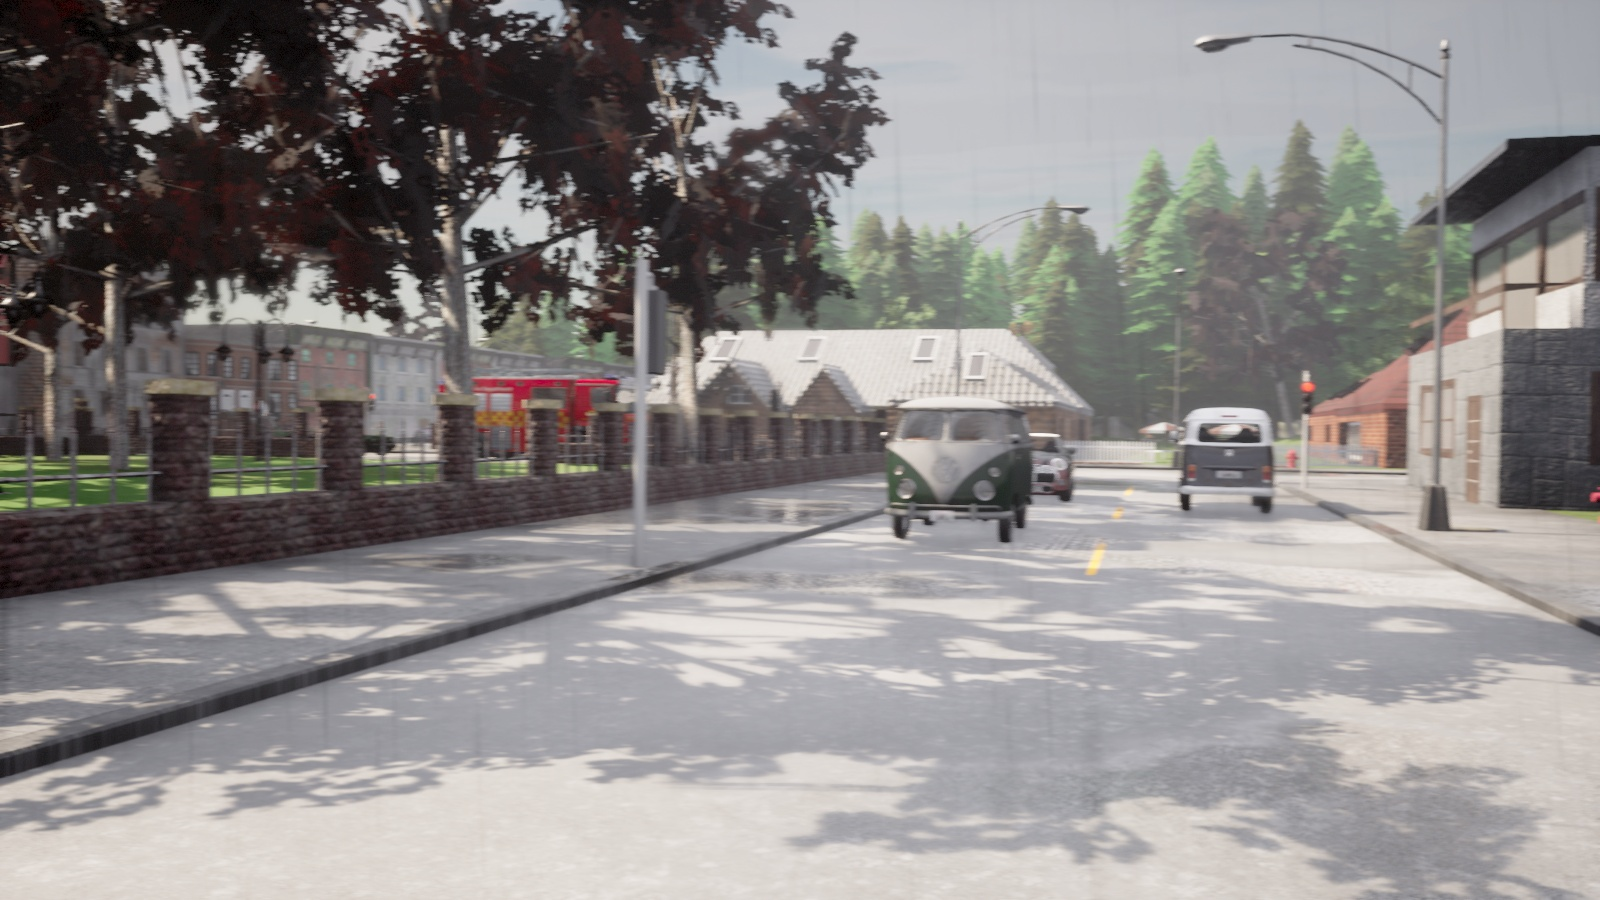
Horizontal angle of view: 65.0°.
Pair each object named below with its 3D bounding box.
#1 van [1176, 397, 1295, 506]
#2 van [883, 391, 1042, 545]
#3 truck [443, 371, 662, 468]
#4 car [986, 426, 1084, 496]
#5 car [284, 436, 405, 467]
[{"bbox_3d":[8.809,-0.012,25.745,2.069,2.038,4.480,0,1,16],"label":"van"},{"bbox_3d":[2.525,0.197,18.529,1.775,1.987,4.442,0,1,15],"label":"van"},{"bbox_3d":[-10.249,-1.233,52.200,8.468,3.827,2.891,0,1,15],"label":"truck"},{"bbox_3d":[5.433,0.202,28.697,1.970,1.475,3.806,0,1,14],"label":"car"},{"bbox_3d":[-19.928,0.057,54.971,4.718,1.301,1.895,0,1,15],"label":"car"}]
